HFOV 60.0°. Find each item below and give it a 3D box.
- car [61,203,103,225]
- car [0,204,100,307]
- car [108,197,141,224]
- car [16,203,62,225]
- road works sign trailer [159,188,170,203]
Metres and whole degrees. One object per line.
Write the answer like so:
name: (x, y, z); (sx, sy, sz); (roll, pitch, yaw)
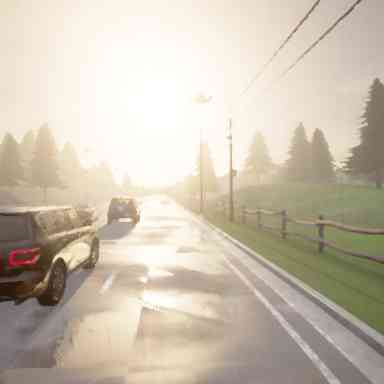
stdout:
car: (-8.897, 1.697, 27.325); (2.128, 1.511, 4.902); (0, 0, -5)
car: (-3.871, 1.295, 8.212); (2.150, 2.045, 5.566); (0, 0, -4)
car: (-5.330, 1.395, 26.658); (2.150, 2.045, 5.566); (0, 0, -5)
car: (-12.410, 1.737, 27.352); (1.837, 1.490, 4.892); (0, 0, -5)
road works sign trailer: (-6.419, 0.913, 80.180); (2.380, 3.560, 2.880); (0, 0, -5)
